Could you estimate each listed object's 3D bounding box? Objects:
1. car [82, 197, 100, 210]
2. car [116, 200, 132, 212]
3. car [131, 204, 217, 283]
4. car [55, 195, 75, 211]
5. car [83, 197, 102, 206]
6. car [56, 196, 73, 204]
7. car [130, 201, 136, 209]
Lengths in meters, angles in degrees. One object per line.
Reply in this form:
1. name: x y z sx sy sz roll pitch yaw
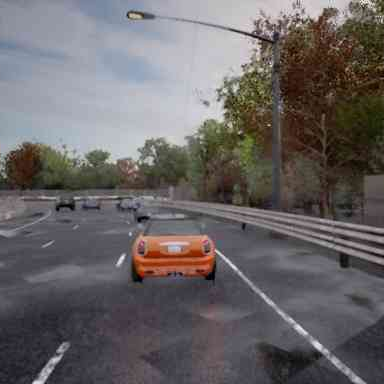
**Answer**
1. car: -13.932 1.731 45.847 1.994 1.385 4.181 0 0 -24
2. car: -8.391 1.685 42.167 2.033 1.411 5.357 0 0 -22
3. car: -0.602 1.381 10.014 2.097 1.767 4.553 0 0 -5
4. car: -16.475 1.392 43.211 2.150 2.045 5.566 0 0 -25
5. car: -18.169 1.711 60.617 2.128 1.511 4.902 0 0 -32
6. car: -28.874 1.774 75.001 1.882 1.535 5.008 0 0 -42
7. car: -3.682 1.646 27.260 1.994 1.385 4.181 0 0 -14
